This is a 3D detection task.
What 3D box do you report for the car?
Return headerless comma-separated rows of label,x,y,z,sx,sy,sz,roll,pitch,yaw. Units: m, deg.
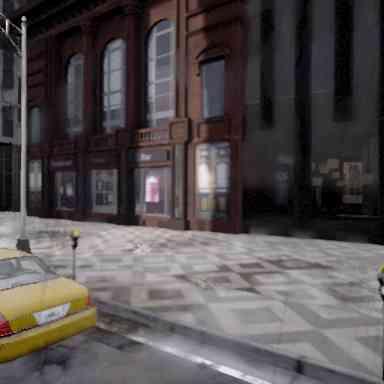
car,-3.650,1.503,5.563,4.829,1.417,1.752,0,0,36
